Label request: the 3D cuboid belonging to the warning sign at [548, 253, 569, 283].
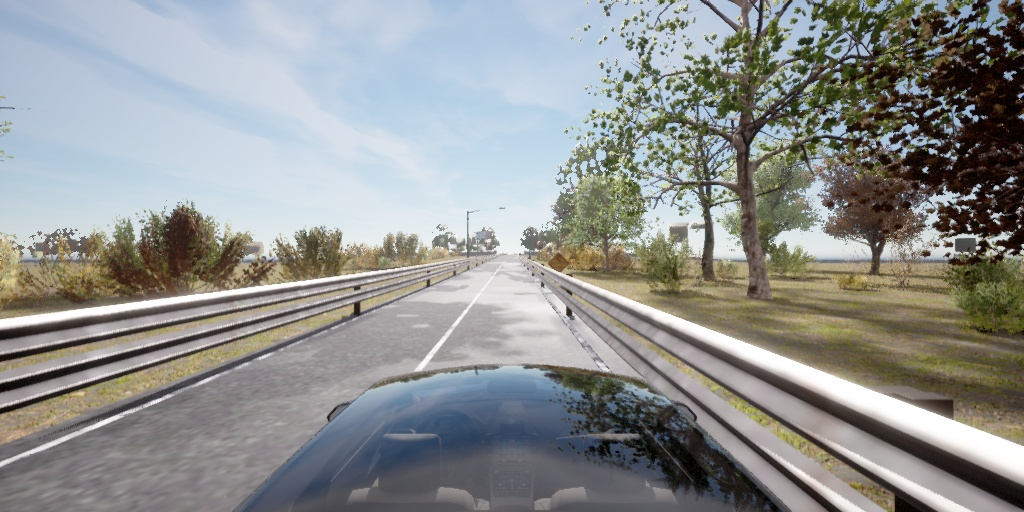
[{"bbox_3d":[2.850,0.728,21.754,1.300,1.860,1.060,0,0,0],"label":"warning sign"}]
